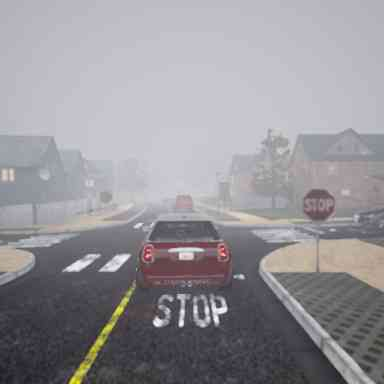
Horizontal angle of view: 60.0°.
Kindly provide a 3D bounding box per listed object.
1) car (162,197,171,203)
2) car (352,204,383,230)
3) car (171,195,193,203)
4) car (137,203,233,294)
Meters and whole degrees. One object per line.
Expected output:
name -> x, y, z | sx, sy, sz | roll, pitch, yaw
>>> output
car -> -4.922, 1.763, 66.314 | 1.882, 1.535, 5.008 | 0, -1, -11
car -> 11.273, 1.186, 17.914 | 4.902, 1.511, 2.128 | -1, 0, 0
car -> -1.101, 1.330, 40.308 | 2.150, 2.045, 5.566 | 0, 0, -5
car -> -0.305, 1.344, 9.034 | 2.097, 1.767, 4.553 | 0, 0, -5
